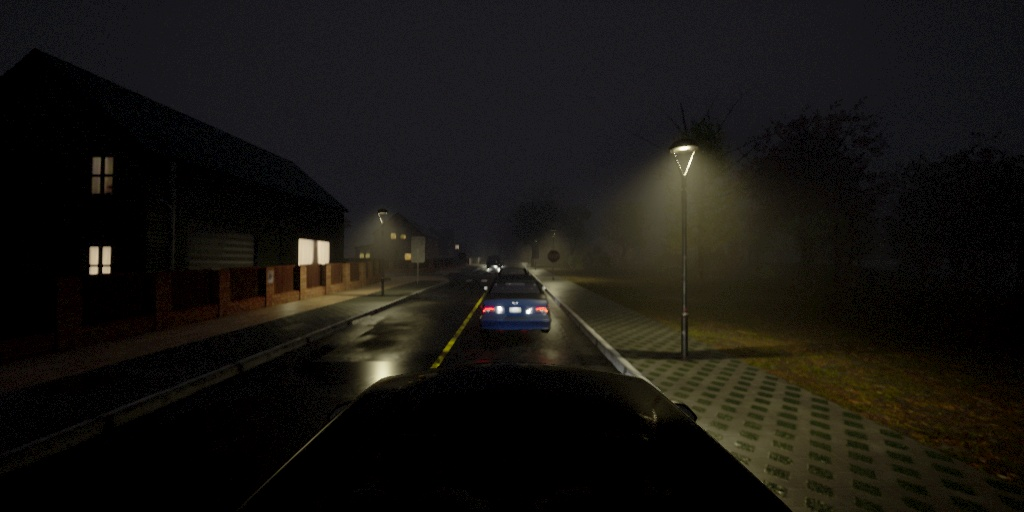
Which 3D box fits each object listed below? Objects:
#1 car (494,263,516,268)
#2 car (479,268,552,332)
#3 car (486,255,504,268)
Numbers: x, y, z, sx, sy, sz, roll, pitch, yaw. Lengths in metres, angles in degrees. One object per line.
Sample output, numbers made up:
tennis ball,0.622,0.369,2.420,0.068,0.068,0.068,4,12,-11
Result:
car,0.066,1.289,20.341,1.895,1.301,4.718,0,0,0
car,0.086,1.265,10.660,2.033,1.411,5.357,0,0,0
car,-2.791,0.850,56.066,2.150,2.045,5.566,0,0,0
